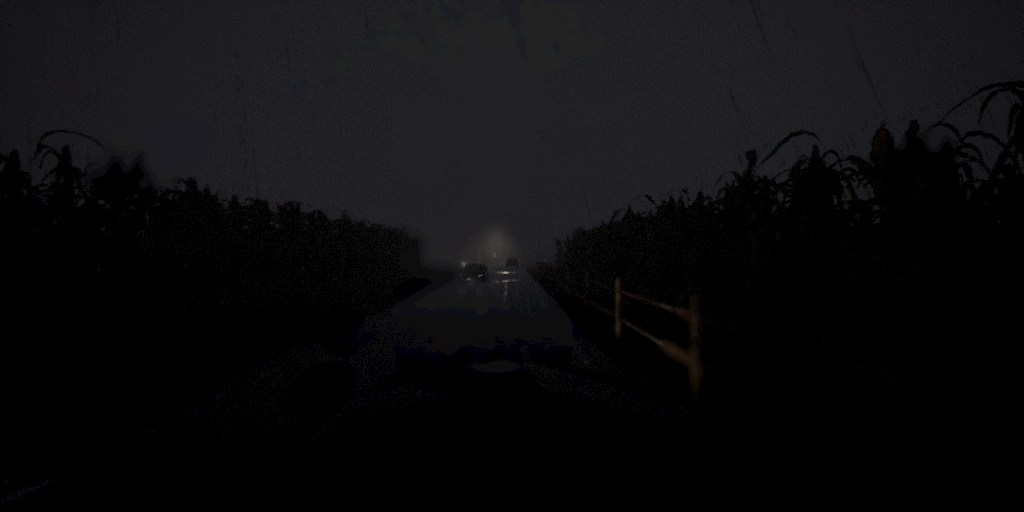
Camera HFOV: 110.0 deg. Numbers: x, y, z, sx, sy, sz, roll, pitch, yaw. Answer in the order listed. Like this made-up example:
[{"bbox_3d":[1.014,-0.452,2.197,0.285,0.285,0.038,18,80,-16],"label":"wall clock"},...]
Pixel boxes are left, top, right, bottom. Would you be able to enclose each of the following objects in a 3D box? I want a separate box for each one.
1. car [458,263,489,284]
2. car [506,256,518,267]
[{"bbox_3d":[-2.782,1.262,27.198,2.033,1.411,5.357,0,0,1],"label":"car"},{"bbox_3d":[0.021,1.054,62.858,2.097,1.767,4.553,0,0,0],"label":"car"}]
